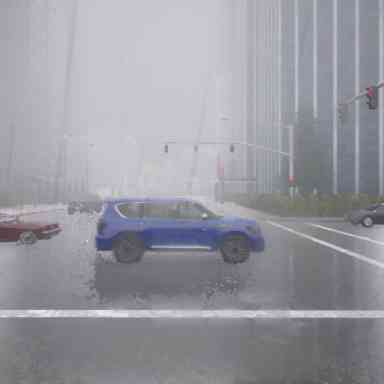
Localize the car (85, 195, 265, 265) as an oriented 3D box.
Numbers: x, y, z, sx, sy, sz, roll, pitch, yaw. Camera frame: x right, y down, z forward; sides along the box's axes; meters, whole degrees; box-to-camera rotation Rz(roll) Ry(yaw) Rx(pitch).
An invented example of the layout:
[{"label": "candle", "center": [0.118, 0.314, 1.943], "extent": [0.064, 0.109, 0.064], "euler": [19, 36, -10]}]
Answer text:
[{"label": "car", "center": [-0.423, 1.221, 11.255], "extent": [5.566, 2.045, 2.150], "euler": [0, 0, 0]}]

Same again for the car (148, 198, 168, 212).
[{"label": "car", "center": [-3.920, 1.525, 39.007], "extent": [1.812, 1.442, 4.674], "euler": [0, 0, 0]}]

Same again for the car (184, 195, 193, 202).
[{"label": "car", "center": [-0.841, 1.387, 75.492], "extent": [1.882, 1.535, 5.008], "euler": [0, 0, 0]}]

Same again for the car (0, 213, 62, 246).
[{"label": "car", "center": [-8.382, 1.601, 14.739], "extent": [4.718, 1.301, 1.895], "euler": [0, 0, 0]}]

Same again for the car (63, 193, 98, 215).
[{"label": "car", "center": [-11.091, 1.221, 34.787], "extent": [2.150, 2.045, 5.566], "euler": [0, 0, -1]}]

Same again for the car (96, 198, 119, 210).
[{"label": "car", "center": [-11.176, 1.564, 44.316], "extent": [1.994, 1.385, 4.181], "euler": [0, 0, -1]}]

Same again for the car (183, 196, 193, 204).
[{"label": "car", "center": [-0.754, 1.526, 65.241], "extent": [1.812, 1.442, 4.674], "euler": [0, 0, 0]}]

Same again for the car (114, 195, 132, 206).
[{"label": "car", "center": [-11.251, 1.352, 54.523], "extent": [2.097, 1.767, 4.553], "euler": [0, 0, -1]}]

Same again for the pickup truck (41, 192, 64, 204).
[{"label": "pickup truck", "center": [-24.331, 1.059, 59.937], "extent": [2.390, 2.098, 6.274], "euler": [0, 0, 30]}]

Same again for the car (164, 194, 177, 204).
[{"label": "car", "center": [-4.150, 1.352, 64.735], "extent": [2.097, 1.767, 4.553], "euler": [0, 0, 0]}]

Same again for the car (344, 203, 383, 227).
[{"label": "car", "center": [12.630, 1.505, 21.981], "extent": [4.892, 1.490, 1.837], "euler": [0, 0, 0]}]
